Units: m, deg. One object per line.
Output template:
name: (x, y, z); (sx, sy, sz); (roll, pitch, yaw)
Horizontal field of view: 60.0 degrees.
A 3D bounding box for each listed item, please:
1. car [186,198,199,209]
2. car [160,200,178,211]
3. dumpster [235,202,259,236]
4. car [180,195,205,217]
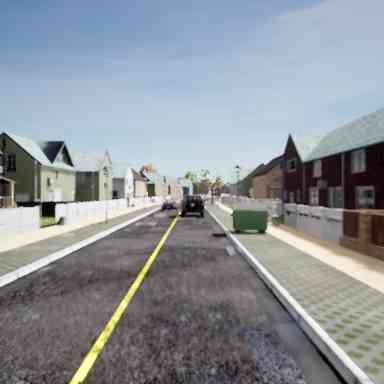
car: (0.117, 1.644, 47.399); (1.812, 1.442, 4.674); (0, 0, 1)
car: (-2.790, 1.669, 41.730); (1.994, 1.385, 4.181); (0, 0, 0)
dumpster: (3.023, 1.444, 18.442); (1.020, 1.700, 1.940); (0, 0, 0)
car: (0.060, 1.306, 32.292); (2.150, 2.045, 5.566); (0, 0, 0)
